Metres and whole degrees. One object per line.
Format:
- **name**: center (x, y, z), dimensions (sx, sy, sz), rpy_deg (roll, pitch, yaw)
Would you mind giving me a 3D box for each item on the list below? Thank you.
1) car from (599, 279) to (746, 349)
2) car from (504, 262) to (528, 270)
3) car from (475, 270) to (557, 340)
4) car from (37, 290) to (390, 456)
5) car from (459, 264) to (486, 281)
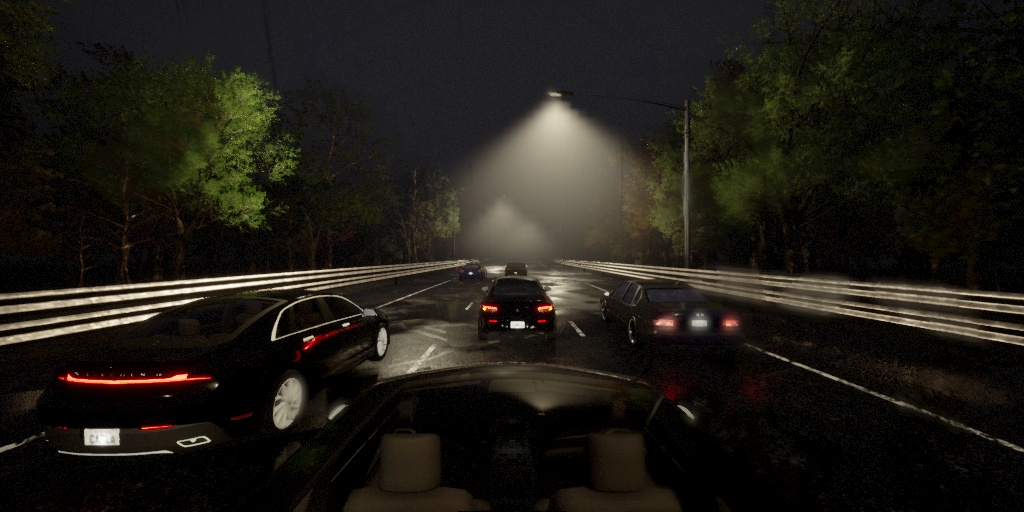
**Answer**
- **car**: center (3.599, 1.297, 9.173), dimensions (2.033, 1.411, 5.357), rpy_deg (0, 0, 3)
- **car**: center (0.344, 1.224, 31.458), dimensions (1.882, 1.535, 5.008), rpy_deg (0, 0, 1)
- **car**: center (0.128, 1.275, 9.814), dimensions (1.812, 1.442, 4.674), rpy_deg (0, 0, 0)
- **car**: center (-3.388, 1.255, 5.395), dimensions (1.837, 1.490, 4.892), rpy_deg (0, 0, 0)
- **car**: center (-3.175, 1.311, 29.828), dimensions (1.994, 1.385, 4.181), rpy_deg (0, 0, 1)
